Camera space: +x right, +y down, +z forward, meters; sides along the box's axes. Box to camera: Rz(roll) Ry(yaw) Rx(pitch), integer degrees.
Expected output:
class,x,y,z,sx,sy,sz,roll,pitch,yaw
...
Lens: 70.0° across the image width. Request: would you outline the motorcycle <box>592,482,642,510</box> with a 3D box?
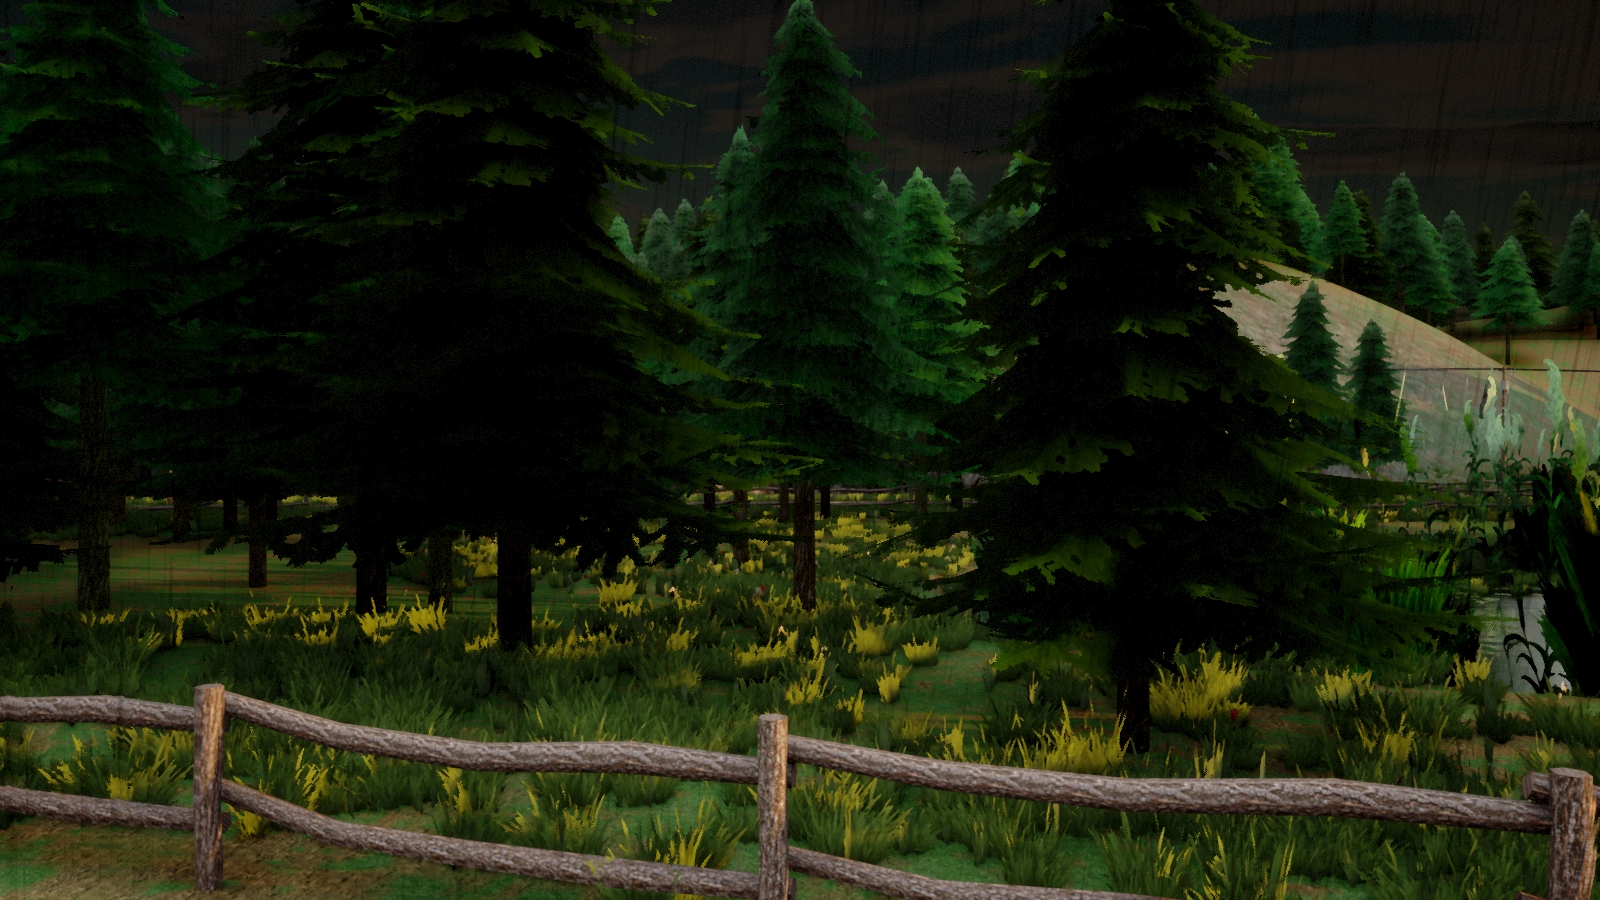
class,x,y,z,sx,sy,sz,roll,pitch,yaw
motorcycle,-8.665,2.178,54.115,2.209,1.251,0.867,0,0,14
